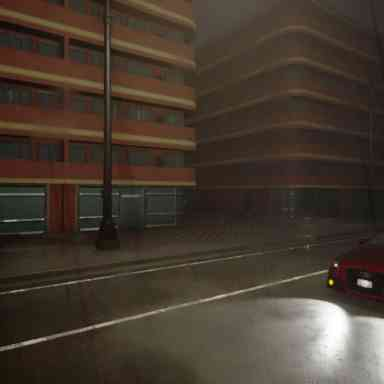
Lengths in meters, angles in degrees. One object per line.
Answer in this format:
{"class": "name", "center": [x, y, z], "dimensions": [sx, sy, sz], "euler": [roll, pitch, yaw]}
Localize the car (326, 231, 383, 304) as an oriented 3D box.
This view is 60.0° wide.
{"class": "car", "center": [4.941, 1.568, 7.562], "dimensions": [4.181, 1.385, 1.994], "euler": [0, 0, -36]}
